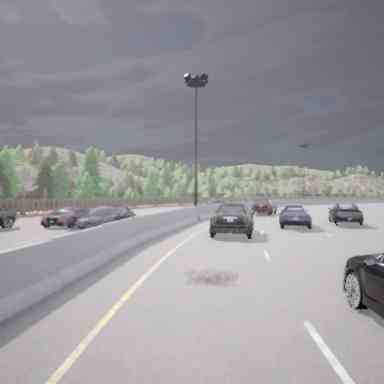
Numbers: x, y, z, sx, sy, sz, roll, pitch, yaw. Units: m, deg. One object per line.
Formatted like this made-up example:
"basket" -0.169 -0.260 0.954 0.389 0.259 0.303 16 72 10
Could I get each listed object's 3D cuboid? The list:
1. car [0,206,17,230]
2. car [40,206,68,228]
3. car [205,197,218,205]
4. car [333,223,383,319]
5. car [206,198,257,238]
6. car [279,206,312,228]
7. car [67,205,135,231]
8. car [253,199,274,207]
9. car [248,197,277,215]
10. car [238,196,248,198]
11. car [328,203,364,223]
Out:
"car" -12.073 1.482 18.617 2.128 1.511 4.902 0 0 11
"car" -7.867 1.577 21.674 1.994 1.385 4.181 0 0 14
"car" 4.093 1.708 58.033 2.128 1.511 4.902 0 0 34
"car" 3.913 1.509 4.887 2.128 1.511 4.902 0 0 3
"car" 2.260 1.381 17.997 2.097 1.767 4.553 0 0 12
"car" 6.961 1.615 22.569 1.994 1.385 4.181 0 0 15
"car" -4.842 1.519 19.237 1.837 1.490 4.892 0 0 12
"car" 12.513 1.829 57.868 1.895 1.301 4.718 0 0 37
"car" 7.686 1.446 35.086 2.097 1.767 4.553 0 0 23
"car" 8.970 1.583 58.873 2.097 1.767 4.553 0 0 36
"car" 11.011 1.555 24.000 2.128 1.511 4.902 0 0 17
